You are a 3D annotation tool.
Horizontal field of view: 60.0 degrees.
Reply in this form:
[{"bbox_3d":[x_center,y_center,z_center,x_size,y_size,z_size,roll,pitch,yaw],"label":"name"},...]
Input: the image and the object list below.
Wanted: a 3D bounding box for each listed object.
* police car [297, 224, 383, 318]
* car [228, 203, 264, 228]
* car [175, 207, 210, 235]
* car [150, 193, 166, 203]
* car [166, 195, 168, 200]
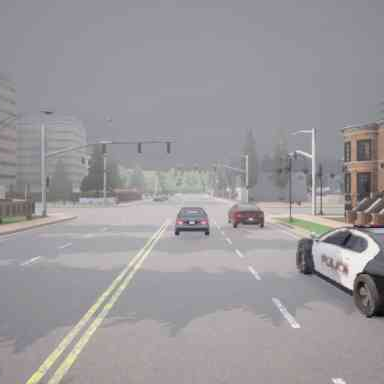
[{"bbox_3d":[3.986,1.488,7.567,2.038,1.542,4.974,0,0,-3],"label":"police car"},{"bbox_3d":[3.528,1.478,22.351,1.882,1.535,5.008,0,0,0],"label":"car"},{"bbox_3d":[0.017,1.547,18.716,2.033,1.411,5.357,0,0,0],"label":"car"},{"bbox_3d":[-7.163,1.478,71.006,1.882,1.535,5.008,0,0,0],"label":"car"},{"bbox_3d":[-7.199,1.477,86.497,1.882,1.535,5.008,0,0,0],"label":"car"}]
